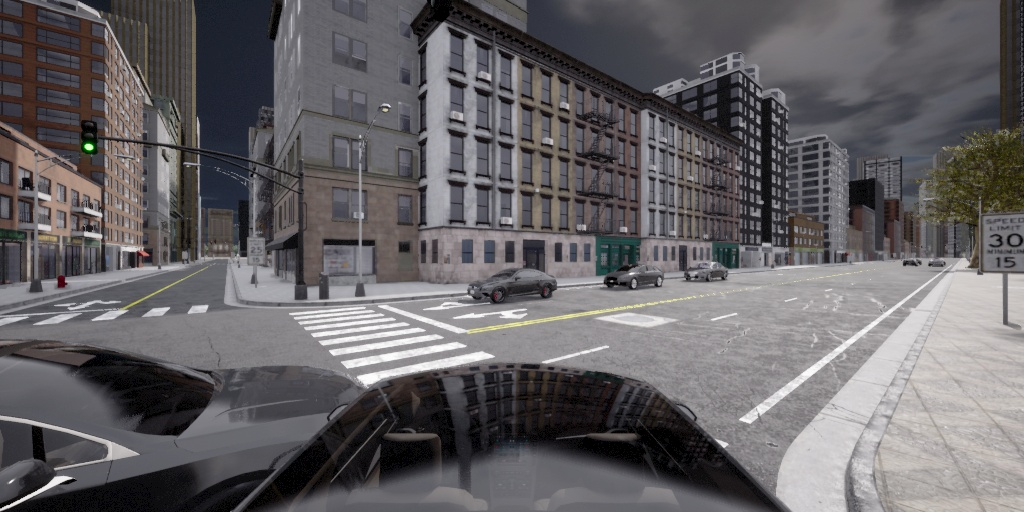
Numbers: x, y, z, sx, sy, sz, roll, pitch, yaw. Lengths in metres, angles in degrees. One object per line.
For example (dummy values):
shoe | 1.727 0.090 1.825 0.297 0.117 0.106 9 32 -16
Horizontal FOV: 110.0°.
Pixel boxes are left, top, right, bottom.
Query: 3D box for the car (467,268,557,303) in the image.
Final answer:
car | 0.124 1.288 16.846 4.674 1.442 1.812 0 0 -38

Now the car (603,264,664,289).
car | 7.876 1.260 22.995 4.892 1.490 1.837 0 0 -38

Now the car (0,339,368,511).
car | -3.206 1.257 1.906 4.892 1.490 1.837 0 0 -34

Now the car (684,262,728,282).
car | 15.949 1.238 29.386 4.902 1.511 2.128 0 0 -38
